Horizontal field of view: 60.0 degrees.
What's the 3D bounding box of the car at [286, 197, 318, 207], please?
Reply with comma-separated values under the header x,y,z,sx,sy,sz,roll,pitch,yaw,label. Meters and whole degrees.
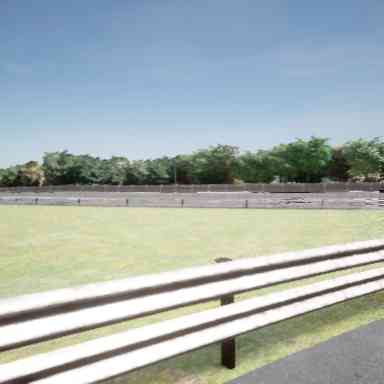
x,y,z,sx,sy,sz,roll,pitch,yaw,label
16.645,1.446,50.323,4.674,1.442,1.812,-1,2,22,car
